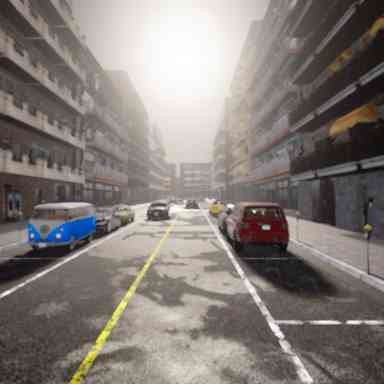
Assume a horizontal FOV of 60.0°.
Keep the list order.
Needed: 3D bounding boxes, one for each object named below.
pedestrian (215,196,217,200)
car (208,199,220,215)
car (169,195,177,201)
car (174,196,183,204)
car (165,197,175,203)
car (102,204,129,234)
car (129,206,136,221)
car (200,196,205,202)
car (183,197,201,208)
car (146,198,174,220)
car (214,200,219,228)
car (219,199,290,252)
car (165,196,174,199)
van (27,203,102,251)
[{"bbox_3d":[2.735,1.389,38.115,0.375,1.860,0.375,1,-1,0],"label":"pedestrian"},{"bbox_3d":[2.736,1.540,35.108,1.801,1.575,5.366,0,0,0],"label":"car"},{"bbox_3d":[-5.338,1.756,91.809,1.967,1.590,4.097,1,0,0],"label":"car"},{"bbox_3d":[-2.777,1.739,69.594,1.812,1.442,4.674,0,0,0],"label":"car"},{"bbox_3d":[-5.336,1.829,80.680,1.947,1.339,4.313,1,0,0],"label":"car"},{"bbox_3d":[-5.311,1.582,19.477,2.008,1.369,4.403,1,0,0],"label":"car"},{"bbox_3d":[-5.312,1.573,24.869,1.752,1.417,4.829,1,0,0],"label":"car"},{"bbox_3d":[2.543,1.815,86.448,1.752,1.417,4.829,1,0,0],"label":"car"},{"bbox_3d":[-0.006,1.739,49.667,1.895,1.301,4.718,0,0,0],"label":"car"},{"bbox_3d":[-2.860,1.568,29.194,1.837,1.490,4.892,0,0,0],"label":"car"},{"bbox_3d":[2.571,1.472,19.515,1.967,1.590,4.097,1,0,0],"label":"car"},{"bbox_3d":[2.575,1.331,13.951,2.192,1.841,5.009,1,0,0],"label":"car"},{"bbox_3d":[-5.330,1.741,69.383,1.752,1.417,4.829,1,0,0],"label":"car"},{"bbox_3d":[-5.304,1.357,13.912,1.690,1.788,3.998,1,0,0],"label":"van"}]
